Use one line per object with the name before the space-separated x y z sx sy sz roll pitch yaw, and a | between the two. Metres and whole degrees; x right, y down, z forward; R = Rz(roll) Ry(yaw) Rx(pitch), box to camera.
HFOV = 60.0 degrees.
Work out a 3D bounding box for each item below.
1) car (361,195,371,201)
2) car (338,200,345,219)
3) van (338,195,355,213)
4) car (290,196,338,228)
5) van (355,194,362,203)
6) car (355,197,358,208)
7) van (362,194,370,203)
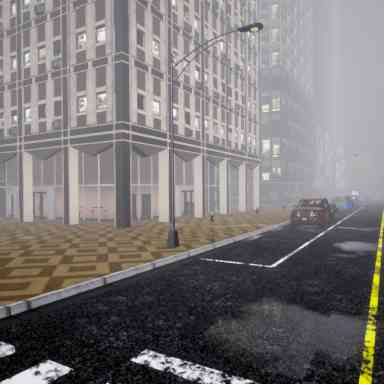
car | 41.705 1.511 79.765 1.887 1.381 4.507 -1 0 30
car | 10.917 1.562 27.074 1.947 1.339 4.313 -1 0 30
van | 16.546 1.332 36.635 1.690 1.788 3.998 -1 0 30
car | 8.080 1.314 22.308 2.192 1.841 5.009 -1 0 30
van | 22.136 1.327 46.220 1.690 1.788 3.998 -1 0 30
car | 19.344 1.570 41.426 1.802 1.307 4.206 -1 0 30
van | 36.112 1.313 70.181 1.690 1.788 3.998 -1 0 30
